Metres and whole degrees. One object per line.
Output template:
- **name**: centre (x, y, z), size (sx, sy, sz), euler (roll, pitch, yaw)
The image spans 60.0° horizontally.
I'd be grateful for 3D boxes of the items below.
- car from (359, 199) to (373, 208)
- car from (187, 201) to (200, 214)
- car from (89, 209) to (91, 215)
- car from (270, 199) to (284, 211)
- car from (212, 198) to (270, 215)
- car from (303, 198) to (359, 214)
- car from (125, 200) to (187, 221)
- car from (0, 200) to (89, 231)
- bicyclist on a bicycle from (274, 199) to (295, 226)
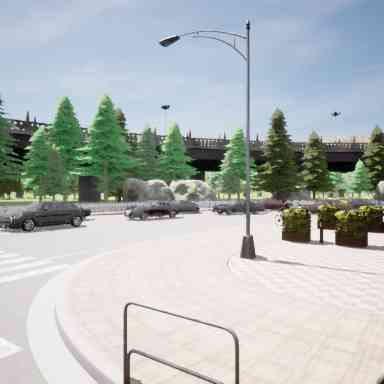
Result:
- **car**: centre (19.500, 1.508, 40.155), size (4.181, 1.385, 1.994), euler (0, 0, 0)
- **car**: centre (-1.291, 1.509, 33.268), size (4.181, 1.385, 1.994), euler (0, 0, -35)
- **car**: centre (-9.972, 1.545, 24.503), size (1.895, 1.301, 4.718), euler (0, 0, 39)
- **car**: centre (8.375, 1.470, 38.299), size (4.674, 1.442, 1.812), euler (0, 0, -17)
- **car**: centre (4.670, 1.492, 33.057), size (5.357, 1.411, 2.033), euler (0, 0, -26)
- **car**: centre (13.562, 1.508, 32.484), size (4.181, 1.385, 1.994), euler (0, 0, -13)
- **car**: centre (-3.158, 1.436, 27.134), size (4.902, 1.511, 2.128), euler (0, 0, -44)
- **car**: centre (-8.955, 1.297, 20.064), size (2.097, 1.767, 4.553), euler (0, 0, 37)
- **bicyclist on a bicycle**: centre (5.566, 1.245, 19.586), size (0.582, 1.620, 1.656), euler (0, 0, -44)
